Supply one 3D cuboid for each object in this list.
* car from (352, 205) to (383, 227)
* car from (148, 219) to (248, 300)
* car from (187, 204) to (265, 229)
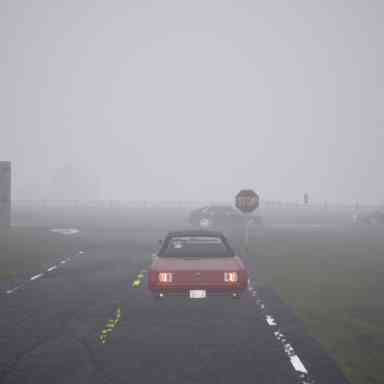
[{"bbox_3d":[14.322,1.718,24.273,4.902,1.511,2.128,1,-1,0],"label":"car"},{"bbox_3d":[0.074,1.603,8.386,1.895,1.301,4.718,0,0,-1],"label":"car"},{"bbox_3d":[2.155,1.543,21.260,4.892,1.490,1.837,0,-1,0],"label":"car"}]
